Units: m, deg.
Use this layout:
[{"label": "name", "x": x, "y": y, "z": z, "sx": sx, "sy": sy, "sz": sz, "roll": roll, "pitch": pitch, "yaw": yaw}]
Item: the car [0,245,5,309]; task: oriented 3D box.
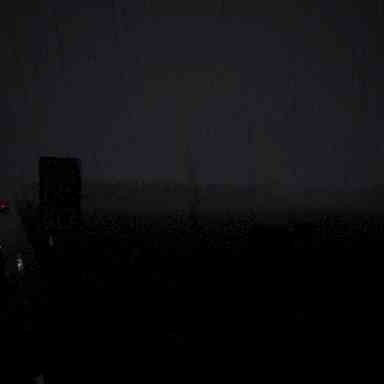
[{"label": "car", "x": -4.732, "y": 1.567, "z": 6.377, "sx": 1.994, "sy": 1.385, "sz": 4.181, "roll": 0, "pitch": 0, "yaw": -29}]

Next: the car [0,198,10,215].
[{"label": "car", "x": -19.471, "y": 1.537, "z": 33.347, "sx": 1.812, "sy": 1.442, "sz": 4.674, "roll": 0, "pitch": 0, "yaw": -28}]

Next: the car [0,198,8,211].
[{"label": "car", "x": -24.486, "y": 1.533, "z": 42.382, "sx": 1.812, "sy": 1.442, "sz": 4.674, "roll": 0, "pitch": 0, "yaw": -29}]
